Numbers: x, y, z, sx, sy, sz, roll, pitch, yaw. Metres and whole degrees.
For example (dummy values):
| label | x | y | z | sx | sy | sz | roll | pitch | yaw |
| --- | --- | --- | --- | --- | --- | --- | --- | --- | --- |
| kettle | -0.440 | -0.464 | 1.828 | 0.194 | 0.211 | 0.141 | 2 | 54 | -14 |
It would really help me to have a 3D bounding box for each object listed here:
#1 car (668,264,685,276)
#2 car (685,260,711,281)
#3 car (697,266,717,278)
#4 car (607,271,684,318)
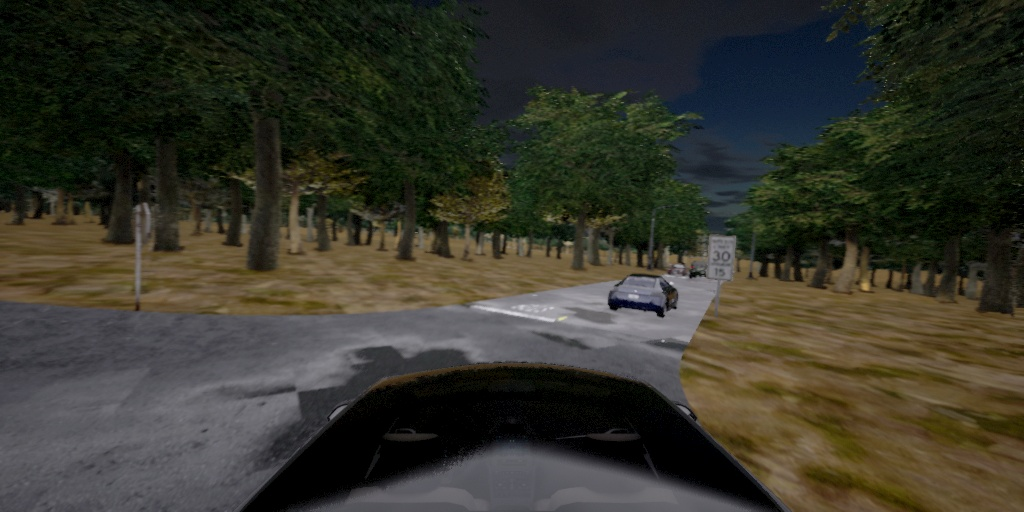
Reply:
| label | x | y | z | sx | sy | sz | roll | pitch | yaw |
| --- | --- | --- | --- | --- | --- | --- | --- | --- | --- |
| car | 21.058 | 1.771 | 45.513 | 1.812 | 1.442 | 4.674 | 5 | 1 | 32 |
| car | 20.896 | 1.564 | 39.451 | 2.150 | 2.045 | 5.566 | 5 | 1 | 32 |
| car | 26.709 | 2.149 | 49.003 | 2.033 | 1.411 | 5.357 | 5 | 1 | 32 |
| car | 5.189 | 1.382 | 13.928 | 1.994 | 1.385 | 4.181 | 5 | 2 | 32 |
